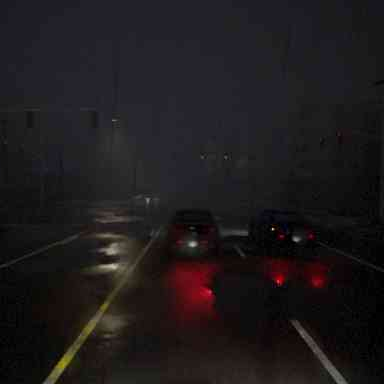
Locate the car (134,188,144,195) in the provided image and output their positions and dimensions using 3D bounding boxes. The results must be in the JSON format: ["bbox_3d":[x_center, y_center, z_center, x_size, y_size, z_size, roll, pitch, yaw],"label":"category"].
[{"bbox_3d":[-11.426,-0.138,73.858,1.837,1.490,4.892,-1,2,-27],"label":"car"}]

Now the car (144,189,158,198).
[{"bbox_3d":[-7.027,0.265,58.781,1.837,1.490,4.892,0,2,-5],"label":"car"}]

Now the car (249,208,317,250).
[{"bbox_3d":[3.516,1.370,13.470,1.812,1.442,4.674,0,1,0],"label":"car"}]

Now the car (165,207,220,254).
[{"bbox_3d":[0.018,1.354,12.818,1.837,1.490,4.892,0,1,0],"label":"car"}]
